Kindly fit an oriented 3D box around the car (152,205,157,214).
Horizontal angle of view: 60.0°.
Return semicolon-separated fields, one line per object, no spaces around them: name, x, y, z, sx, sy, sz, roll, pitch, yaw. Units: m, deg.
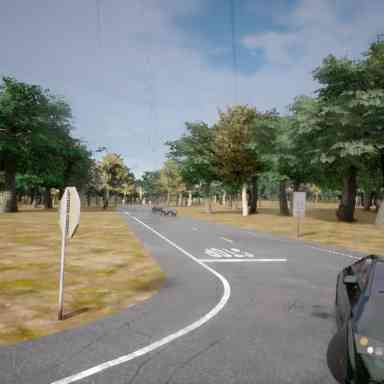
car;-5.751;2.962;56.899;1.882;1.535;5.008;3;-2;-14

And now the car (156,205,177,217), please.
car;-3.489;2.851;48.054;1.895;1.301;4.718;3;-2;-13

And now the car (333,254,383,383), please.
car;3.130;1.643;4.656;1.994;1.385;4.181;1;-1;22
